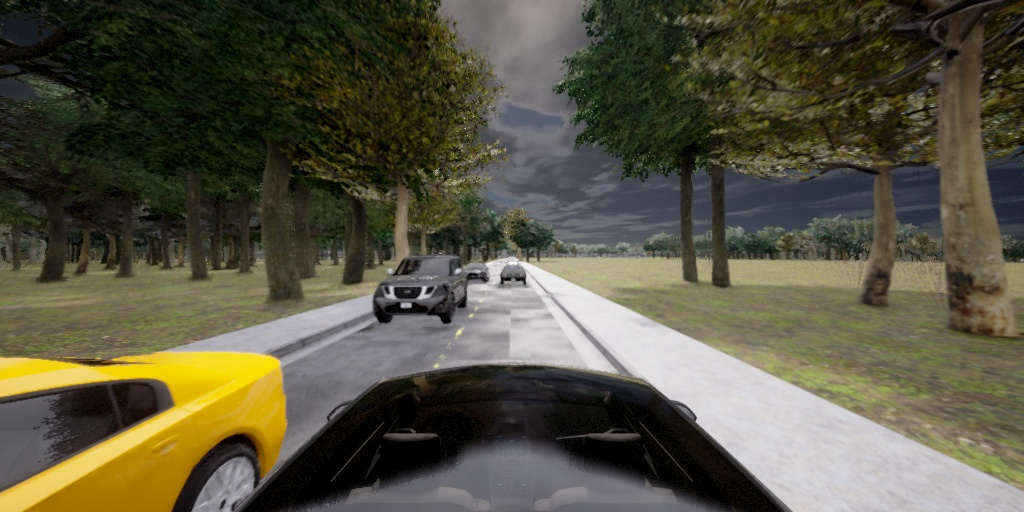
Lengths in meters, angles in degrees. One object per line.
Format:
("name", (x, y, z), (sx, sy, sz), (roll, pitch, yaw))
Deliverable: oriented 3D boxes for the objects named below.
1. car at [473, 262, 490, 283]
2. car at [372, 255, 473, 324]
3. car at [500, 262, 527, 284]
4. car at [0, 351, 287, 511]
("car", (-2.762, 1.269, 28.289), (1.837, 1.490, 4.892), (0, -1, 1))
("car", (-2.834, 0.972, 12.394), (2.150, 2.045, 5.566), (0, 0, 0))
("car", (0.094, 1.362, 26.944), (1.895, 1.301, 4.718), (0, 0, 0))
("car", (-2.851, 1.227, 0.959), (1.882, 1.535, 5.008), (0, 0, 0))
